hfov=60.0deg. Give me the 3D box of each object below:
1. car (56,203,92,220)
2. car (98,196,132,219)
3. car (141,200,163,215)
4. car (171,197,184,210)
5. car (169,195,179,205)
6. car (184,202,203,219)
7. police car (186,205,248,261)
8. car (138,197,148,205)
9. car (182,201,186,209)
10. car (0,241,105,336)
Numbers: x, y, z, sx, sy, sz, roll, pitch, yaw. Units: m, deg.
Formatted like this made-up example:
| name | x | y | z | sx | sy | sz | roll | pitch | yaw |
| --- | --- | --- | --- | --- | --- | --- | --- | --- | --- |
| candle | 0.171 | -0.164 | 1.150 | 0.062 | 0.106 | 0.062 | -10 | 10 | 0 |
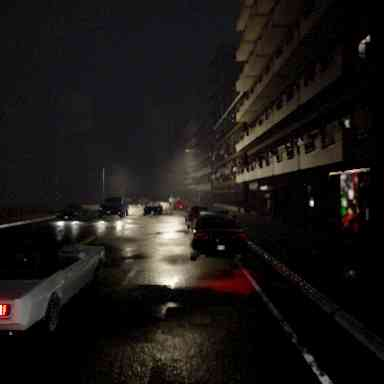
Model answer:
| name | x | y | z | sx | sy | sz | roll | pitch | yaw |
| --- | --- | --- | --- | --- | --- | --- | --- | --- | --- |
| car | -10.598 | 1.751 | 30.366 | 2.033 | 1.411 | 5.357 | 0 | 0 | -3 |
| car | -7.421 | 1.435 | 31.866 | 2.150 | 2.045 | 5.566 | 0 | 0 | -3 |
| car | -4.214 | 1.846 | 36.582 | 1.895 | 1.301 | 4.718 | 0 | 0 | -3 |
| car | -1.693 | 1.845 | 47.214 | 1.812 | 1.442 | 4.674 | 0 | 0 | -4 |
| car | -3.639 | 1.585 | 69.337 | 2.150 | 2.045 | 5.566 | 0 | 0 | -6 |
| car | 0.562 | 1.677 | 22.770 | 1.812 | 1.442 | 4.674 | 0 | 0 | -2 |
| police car | 0.840 | 1.510 | 12.798 | 1.930 | 1.638 | 5.238 | 0 | 0 | -1 |
| car | -10.547 | 1.825 | 72.394 | 2.097 | 1.767 | 4.553 | 0 | 0 | -6 |
| car | 0.323 | 1.717 | 28.819 | 1.812 | 1.442 | 4.674 | 0 | 0 | -3 |
| car | -3.193 | 1.647 | 6.777 | 1.895 | 1.301 | 4.718 | 0 | 0 | -1 |
